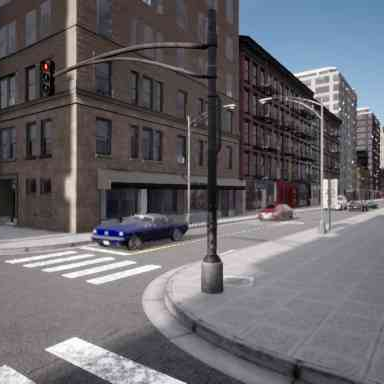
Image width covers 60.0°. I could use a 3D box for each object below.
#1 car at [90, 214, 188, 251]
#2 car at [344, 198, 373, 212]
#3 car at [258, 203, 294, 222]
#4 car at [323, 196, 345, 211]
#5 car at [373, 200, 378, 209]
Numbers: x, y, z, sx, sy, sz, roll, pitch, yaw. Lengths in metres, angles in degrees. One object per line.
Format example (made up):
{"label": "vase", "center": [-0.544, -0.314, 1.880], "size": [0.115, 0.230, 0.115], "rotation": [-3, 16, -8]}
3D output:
{"label": "car", "center": [-2.161, 1.677, 14.802], "size": [1.895, 1.301, 4.718], "rotation": [0, 0, 32]}
{"label": "car", "center": [22.035, 1.781, 43.957], "size": [2.128, 1.511, 4.902], "rotation": [0, 0, 36]}
{"label": "car", "center": [7.224, 1.698, 28.232], "size": [1.812, 1.442, 4.674], "rotation": [0, 0, 35]}
{"label": "car", "center": [19.762, 1.499, 45.681], "size": [2.150, 2.045, 5.566], "rotation": [0, 0, 35]}
{"label": "car", "center": [27.789, 1.904, 52.034], "size": [1.994, 1.385, 4.181], "rotation": [0, 0, 35]}
